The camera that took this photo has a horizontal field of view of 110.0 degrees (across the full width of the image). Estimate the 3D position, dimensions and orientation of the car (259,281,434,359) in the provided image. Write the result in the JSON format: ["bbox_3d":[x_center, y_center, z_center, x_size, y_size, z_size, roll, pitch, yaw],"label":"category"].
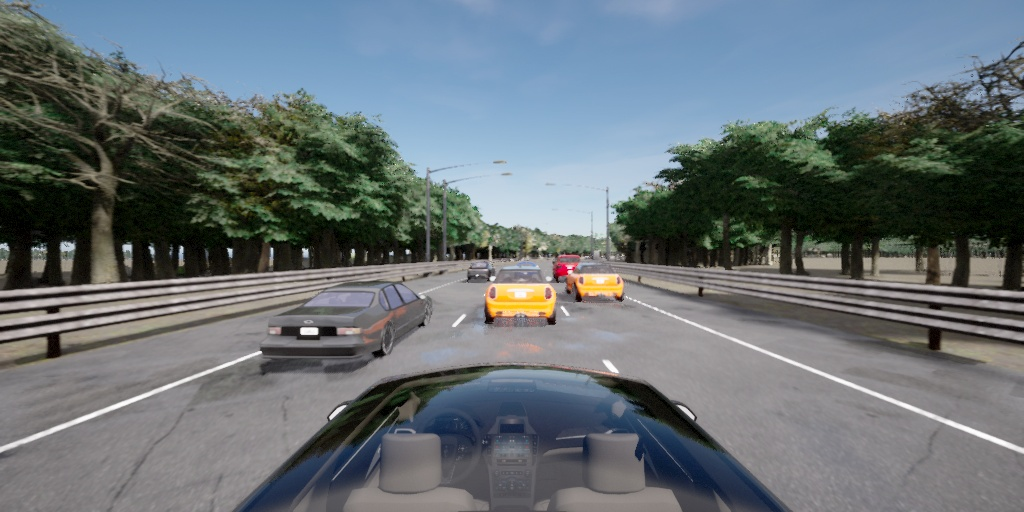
[{"bbox_3d":[-3.316,1.296,8.453,2.033,1.411,5.357,0,0,1],"label":"car"}]

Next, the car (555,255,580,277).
[{"bbox_3d":[4.502,0.977,29.230,2.150,2.045,5.566,0,0,4],"label":"car"}]

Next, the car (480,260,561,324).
[{"bbox_3d":[0.291,1.106,12.166,2.097,1.767,4.553,0,0,1],"label":"car"}]

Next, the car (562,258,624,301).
[{"bbox_3d":[3.849,1.109,17.401,2.097,1.767,4.553,0,0,2],"label":"car"}]

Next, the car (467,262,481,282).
[{"bbox_3d":[-2.401,1.245,29.058,2.128,1.511,4.902,0,0,4],"label":"car"}]
